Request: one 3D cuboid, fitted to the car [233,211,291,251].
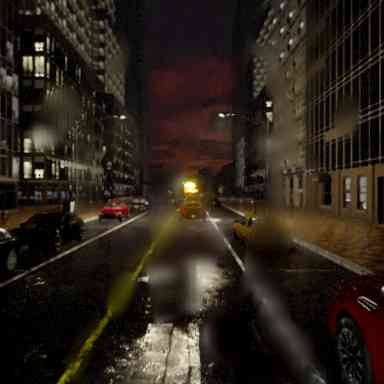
[{"bbox_3d":[2.681,1.450,13.638,1.752,1.417,4.829,0,0,0],"label":"car"}]

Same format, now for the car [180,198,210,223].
[{"bbox_3d":[0.080,1.390,24.194,1.812,1.442,4.674,0,0,0],"label":"car"}]

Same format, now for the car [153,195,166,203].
[{"bbox_3d":[-5.737,1.239,59.012,1.802,1.307,4.206,0,0,0],"label":"car"}]

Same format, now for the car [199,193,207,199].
[{"bbox_3d":[2.624,1.037,81.942,1.752,1.417,4.829,0,0,0],"label":"car"}]

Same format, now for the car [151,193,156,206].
[{"bbox_3d":[-5.728,1.271,47.627,1.887,1.381,4.507,0,0,0],"label":"car"}]

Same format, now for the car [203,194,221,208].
[{"bbox_3d":[2.658,1.327,41.929,1.947,1.339,4.313,0,0,0],"label":"car"}]

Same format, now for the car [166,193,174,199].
[{"bbox_3d":[-5.761,1.042,87.472,1.947,1.339,4.313,0,0,0],"label":"car"}]

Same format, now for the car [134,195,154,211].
[{"bbox_3d":[-5.718,1.345,36.243,2.008,1.369,4.403,0,0,0],"label":"car"}]

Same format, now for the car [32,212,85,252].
[{"bbox_3d":[-5.699,1.492,13.474,1.947,1.339,4.313,0,0,0],"label":"car"}]

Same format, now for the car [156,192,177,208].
[{"bbox_3d":[-3.072,1.103,43.334,2.097,1.767,4.553,0,0,0],"label":"car"}]

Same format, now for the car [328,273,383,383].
[{"bbox_3d":[2.692,1.303,2.084,2.192,1.841,5.009,0,0,0],"label":"car"}]

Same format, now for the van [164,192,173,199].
[{"bbox_3d":[-5.755,0.854,81.778,1.690,1.788,3.998,0,0,0],"label":"van"}]

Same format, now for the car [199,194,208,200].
[{"bbox_3d":[2.629,1.132,76.080,1.802,1.307,4.206,0,0,0],"label":"car"}]

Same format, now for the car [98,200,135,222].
[{"bbox_3d":[-5.708,1.443,24.857,1.802,1.307,4.206,0,0,0],"label":"car"}]

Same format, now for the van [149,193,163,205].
[{"bbox_3d":[-5.732,1.033,53.318,1.690,1.788,3.998,0,0,0],"label":"van"}]

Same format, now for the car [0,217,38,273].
[{"bbox_3d":[-5.694,1.508,7.782,2.008,1.369,4.403,0,0,0],"label":"car"}]

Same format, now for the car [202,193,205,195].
[{"bbox_3d":[2.639,1.062,64.695,1.967,1.590,4.097,0,0,0],"label":"car"}]

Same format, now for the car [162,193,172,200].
[{"bbox_3d":[-5.751,0.990,76.086,1.967,1.590,4.097,0,0,0],"label":"car"}]

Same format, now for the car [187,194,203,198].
[{"bbox_3d":[0.065,1.270,41.321,1.837,1.490,4.892,0,1,0],"label":"car"}]
